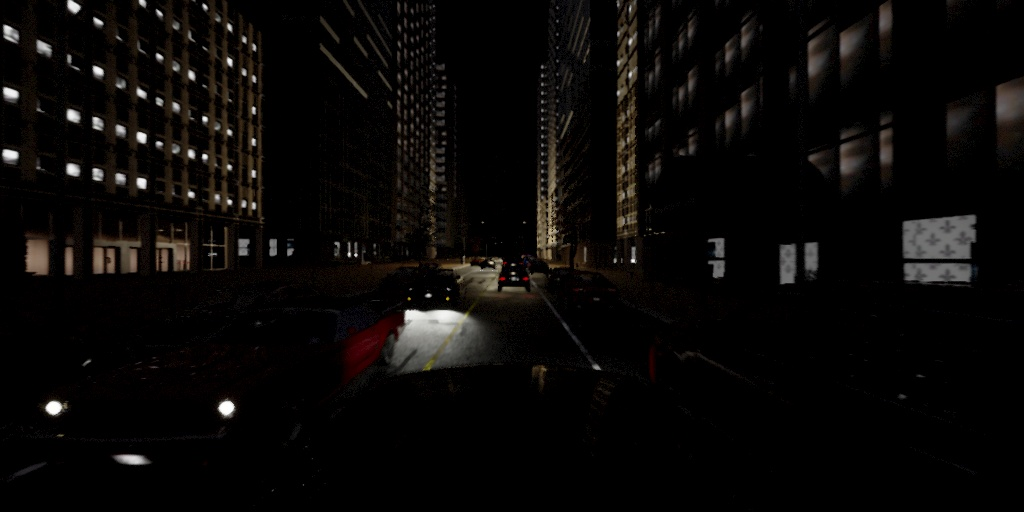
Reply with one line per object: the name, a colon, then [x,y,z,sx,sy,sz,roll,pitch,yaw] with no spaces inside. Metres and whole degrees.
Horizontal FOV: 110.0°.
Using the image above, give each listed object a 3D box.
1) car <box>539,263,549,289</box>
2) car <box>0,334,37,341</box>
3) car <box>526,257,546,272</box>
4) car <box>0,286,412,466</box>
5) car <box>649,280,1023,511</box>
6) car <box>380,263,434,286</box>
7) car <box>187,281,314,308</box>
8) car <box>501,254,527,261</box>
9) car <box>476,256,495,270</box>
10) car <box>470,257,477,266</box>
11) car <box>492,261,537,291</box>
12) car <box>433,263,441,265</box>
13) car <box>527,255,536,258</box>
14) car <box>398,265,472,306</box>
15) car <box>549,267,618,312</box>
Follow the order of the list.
car: [2.688,1.238,19.328,1.802,1.307,4.207,0,0,0]
car: [-5.688,1.314,2.360,1.948,1.339,4.313,0,0,0]
car: [2.684,1.108,36.252,1.888,1.381,4.507,0,0,0]
car: [-3.091,1.334,5.123,1.895,1.301,4.718,0,0,0]
car: [2.691,1.060,2.404,2.192,1.841,5.009,0,0,0]
car: [-5.693,1.241,19.287,1.802,1.307,4.207,0,0,0]
car: [-5.690,1.270,8.002,2.007,1.370,4.403,0,0,0]
car: [0.092,0.783,37.173,2.150,2.045,5.566,0,1,0]
car: [-3.084,1.051,47.410,2.033,1.411,5.357,0,0,0]
car: [-5.701,0.880,58.788,1.967,1.591,4.097,0,0,0]
car: [0.100,1.196,20.903,2.033,1.411,5.357,0,0,0]
car: [-5.693,1.174,24.930,1.888,1.381,4.507,0,0,0]
car: [2.683,0.972,41.894,1.967,1.591,4.097,0,0,0]
car: [-3.058,1.244,15.149,1.994,1.385,4.181,0,0,0]
car: [2.690,1.231,13.686,1.888,1.381,4.507,0,0,0]
